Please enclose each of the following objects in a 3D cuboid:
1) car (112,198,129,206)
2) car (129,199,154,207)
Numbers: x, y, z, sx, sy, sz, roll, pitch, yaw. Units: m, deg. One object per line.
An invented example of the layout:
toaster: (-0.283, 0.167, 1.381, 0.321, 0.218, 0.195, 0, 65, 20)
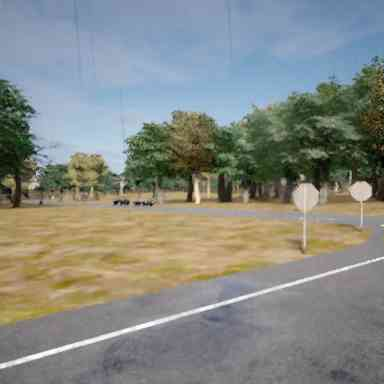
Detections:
car: (-13.290, 1.813, 62.157, 1.882, 1.535, 5.008, 1, -1, -35)
car: (-8.052, 1.786, 54.678, 1.895, 1.301, 4.718, 1, -1, -34)
